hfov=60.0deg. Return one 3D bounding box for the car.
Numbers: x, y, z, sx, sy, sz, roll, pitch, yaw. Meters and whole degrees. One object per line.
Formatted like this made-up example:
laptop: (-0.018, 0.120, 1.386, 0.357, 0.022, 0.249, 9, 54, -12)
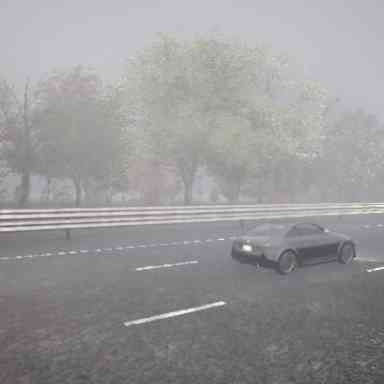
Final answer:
car: (3.234, 1.560, 10.428, 4.181, 1.385, 1.994, 0, 0, -33)
